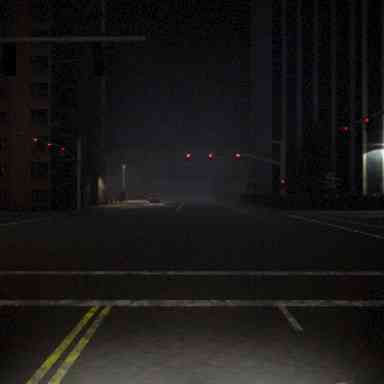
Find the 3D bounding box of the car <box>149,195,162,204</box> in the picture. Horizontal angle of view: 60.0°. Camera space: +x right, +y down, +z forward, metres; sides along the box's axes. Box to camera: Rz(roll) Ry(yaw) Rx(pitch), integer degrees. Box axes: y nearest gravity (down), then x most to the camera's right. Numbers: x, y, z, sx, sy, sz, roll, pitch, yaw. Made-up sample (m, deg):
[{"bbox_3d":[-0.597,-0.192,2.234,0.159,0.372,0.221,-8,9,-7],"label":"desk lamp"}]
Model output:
[{"bbox_3d":[-7.000,1.278,63.667,2.097,1.767,4.553,0,0,0],"label":"car"}]
